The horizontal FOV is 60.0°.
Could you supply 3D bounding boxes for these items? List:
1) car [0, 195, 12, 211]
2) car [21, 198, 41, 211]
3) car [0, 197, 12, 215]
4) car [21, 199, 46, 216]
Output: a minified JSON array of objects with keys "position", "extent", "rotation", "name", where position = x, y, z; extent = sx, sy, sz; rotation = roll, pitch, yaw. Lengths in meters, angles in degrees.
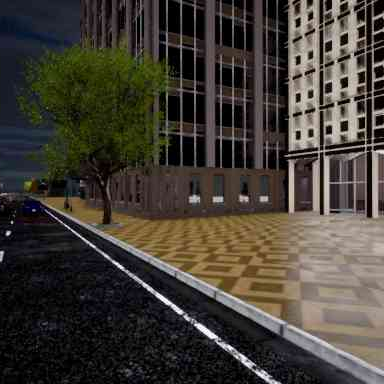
[{"position":[-23.929,1.350,41.923],"extent":[2.097,1.767,4.553],"rotation":[0,0,-27],"name":"car"},{"position":[-20.103,1.545,41.481],"extent":[2.033,1.411,5.357],"rotation":[0,0,-27],"name":"car"},{"position":[-19.212,1.492,32.746],"extent":[2.128,1.511,4.902],"rotation":[0,0,-27],"name":"car"},{"position":[-15.572,1.525,32.659],"extent":[1.812,1.442,4.674],"rotation":[0,0,-27],"name":"car"}]
